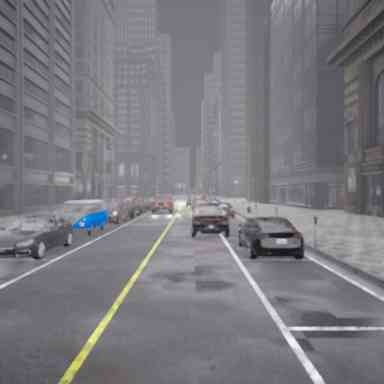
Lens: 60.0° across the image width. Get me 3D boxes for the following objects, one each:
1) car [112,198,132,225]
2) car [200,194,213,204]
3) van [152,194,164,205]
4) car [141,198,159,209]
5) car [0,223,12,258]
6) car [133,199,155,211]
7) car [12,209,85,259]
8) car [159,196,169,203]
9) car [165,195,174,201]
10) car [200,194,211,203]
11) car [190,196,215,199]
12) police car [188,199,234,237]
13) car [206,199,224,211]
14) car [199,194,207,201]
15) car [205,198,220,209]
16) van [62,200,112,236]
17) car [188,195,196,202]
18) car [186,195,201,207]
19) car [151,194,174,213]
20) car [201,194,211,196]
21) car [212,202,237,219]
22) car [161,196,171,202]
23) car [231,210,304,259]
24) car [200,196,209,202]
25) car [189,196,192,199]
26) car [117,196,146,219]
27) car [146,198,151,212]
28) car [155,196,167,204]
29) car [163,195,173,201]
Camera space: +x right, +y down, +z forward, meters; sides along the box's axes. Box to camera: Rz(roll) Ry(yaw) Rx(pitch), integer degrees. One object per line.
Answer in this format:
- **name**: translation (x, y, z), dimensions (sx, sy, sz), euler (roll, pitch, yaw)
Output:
- **car**: translation (-5.768, 1.419, 23.565), dimensions (1.967, 1.590, 4.097), euler (0, 0, 0)
- **car**: translation (2.753, 1.273, 63.025), dimensions (2.192, 1.841, 5.009), euler (0, 0, 0)
- **van**: translation (-5.771, 1.300, 57.385), dimensions (1.690, 1.788, 3.998), euler (0, 0, 0)
- **car**: translation (-5.770, 1.514, 46.111), dimensions (2.008, 1.369, 4.403), euler (0, 0, 0)
- **car**: translation (-5.766, 1.518, 6.486), dimensions (1.752, 1.417, 4.829), euler (0, 0, 0)
- **car**: translation (-5.769, 1.532, 40.475), dimensions (1.947, 1.339, 4.313), euler (0, 0, 0)
- **car**: translation (-5.766, 1.538, 12.291), dimensions (2.008, 1.369, 4.403), euler (0, 0, 0)
- **car**: translation (-5.772, 1.540, 68.658), dimensions (1.802, 1.307, 4.206), euler (0, 0, 0)
- **car**: translation (-5.773, 1.513, 85.568), dimensions (2.008, 1.369, 4.403), euler (0, 0, 0)
- **car**: translation (2.752, 1.273, 68.662), dimensions (2.192, 1.841, 5.009), euler (0, 0, 0)
- **car**: translation (0.898, 1.431, 28.097), dimensions (1.801, 1.575, 5.366), euler (0, 0, 0)
- **police car**: translation (0.898, 1.408, 18.017), dimensions (1.930, 1.638, 5.238), euler (0, 0, 0)
- **car**: translation (2.756, 1.548, 40.481), dimensions (1.802, 1.307, 4.206), euler (0, 0, 0)
- **car**: translation (2.751, 1.403, 85.570), dimensions (1.967, 1.590, 4.097), euler (0, 0, 0)
- **car**: translation (2.756, 1.545, 46.118), dimensions (1.802, 1.307, 4.206), euler (0, 0, 0)
- **van**: translation (-5.768, 1.324, 17.928), dimensions (1.690, 1.788, 3.998), euler (0, 0, 0)
- **car**: translation (-0.006, 1.361, 71.388), dimensions (1.837, 1.490, 4.892), euler (0, 0, 0)
- **car**: translation (-0.004, 1.508, 51.749), dimensions (2.033, 1.411, 5.357), euler (0, 0, 0)
- **car**: translation (-3.099, 1.193, 36.072), dimensions (2.150, 2.045, 5.566), euler (0, 0, 0)
- **car**: translation (2.754, 1.401, 51.754), dimensions (1.967, 1.590, 4.097), euler (0, 0, 0)
- **car**: translation (2.757, 1.556, 29.209), dimensions (1.802, 1.307, 4.206), euler (0, 0, 0)
- **car**: translation (-5.772, 1.525, 74.295), dimensions (1.947, 1.339, 4.313), euler (0, 0, 0)
- **car**: translation (2.759, 1.554, 12.299), dimensions (1.947, 1.339, 4.313), euler (0, 0, 0)
- **car**: translation (2.753, 1.525, 74.298), dimensions (1.947, 1.339, 4.313), euler (0, 0, 0)
- **car**: translation (0.897, 1.449, 33.907), dimensions (1.882, 1.535, 5.008), euler (0, 0, 0)
- **car**: translation (-5.769, 1.289, 29.202), dimensions (2.192, 1.841, 5.009), euler (0, 0, 0)
- **car**: translation (-5.768, 1.536, 34.839), dimensions (1.947, 1.339, 4.313), euler (0, 0, 0)
- **car**: translation (-5.771, 1.483, 62.851), dimensions (1.752, 1.417, 4.829), euler (0, 0, 0)
- **car**: translation (-5.773, 1.526, 79.931), dimensions (1.947, 1.339, 4.313), euler (0, 0, 0)
